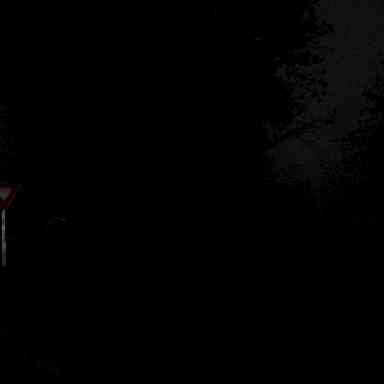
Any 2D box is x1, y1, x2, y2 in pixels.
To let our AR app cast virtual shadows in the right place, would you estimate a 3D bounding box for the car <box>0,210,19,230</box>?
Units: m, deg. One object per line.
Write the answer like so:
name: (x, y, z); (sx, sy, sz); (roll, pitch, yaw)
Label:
car: (-11.654, 1.591, 18.698); (2.128, 1.511, 4.902); (0, 0, 0)
